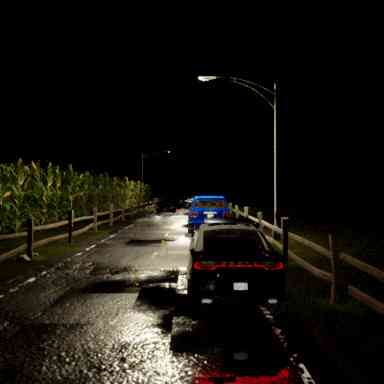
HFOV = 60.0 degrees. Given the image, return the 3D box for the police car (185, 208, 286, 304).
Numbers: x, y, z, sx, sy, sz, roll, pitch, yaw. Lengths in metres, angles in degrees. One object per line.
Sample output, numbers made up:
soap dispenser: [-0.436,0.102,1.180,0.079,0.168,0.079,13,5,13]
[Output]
police car: [0.847,1.425,8.323,1.930,1.638,5.238,0,0,0]

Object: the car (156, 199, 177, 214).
car: [-2.654,1.478,34.935,1.882,1.535,5.008,0,0,0]

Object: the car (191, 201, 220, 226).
car: [0.891,1.476,24.213,1.882,1.535,5.008,0,0,0]

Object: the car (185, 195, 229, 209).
car: [0.875,1.223,18.244,2.150,2.045,5.566,0,0,0]
